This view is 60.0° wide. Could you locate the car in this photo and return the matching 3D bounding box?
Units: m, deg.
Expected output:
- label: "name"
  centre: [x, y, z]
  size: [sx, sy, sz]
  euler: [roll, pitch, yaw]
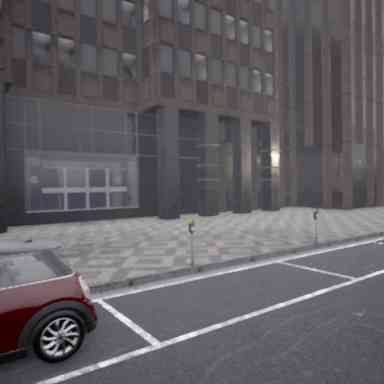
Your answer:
- label: "car"
  centre: [-3.441, 1.451, 4.194]
  size: [4.097, 1.590, 1.967]
  euler: [-1, 1, -36]
